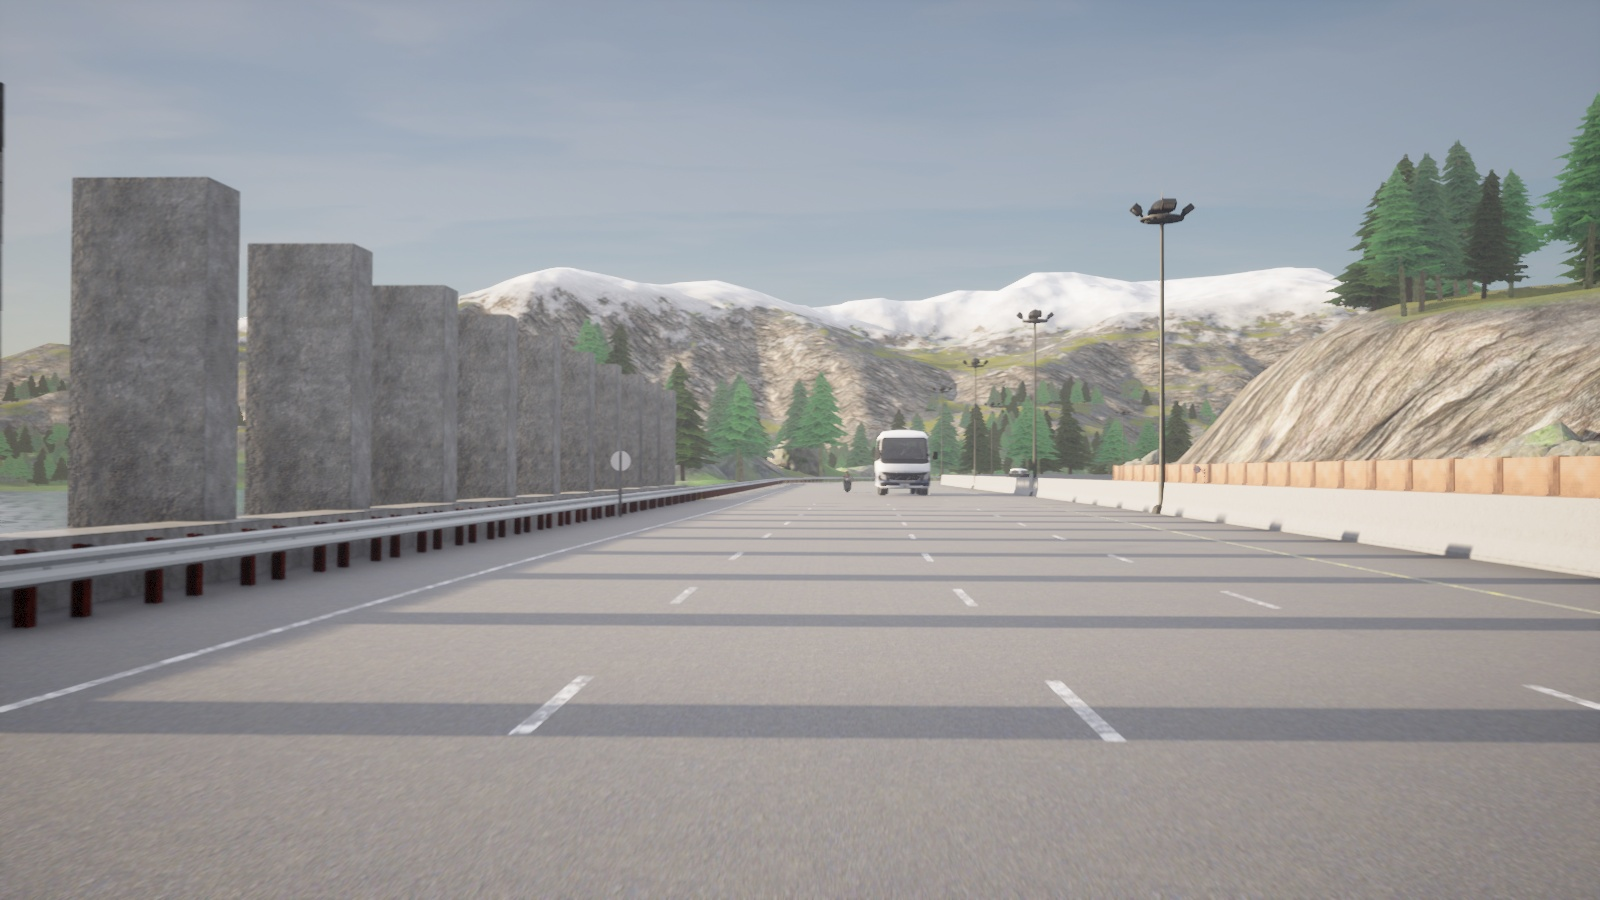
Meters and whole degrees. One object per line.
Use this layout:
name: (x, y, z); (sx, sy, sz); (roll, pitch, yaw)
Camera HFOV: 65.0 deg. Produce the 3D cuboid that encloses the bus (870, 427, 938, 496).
bus: (6.718, 0.797, 82.710); (3.944, 4.253, 10.273); (0, -1, 2)
